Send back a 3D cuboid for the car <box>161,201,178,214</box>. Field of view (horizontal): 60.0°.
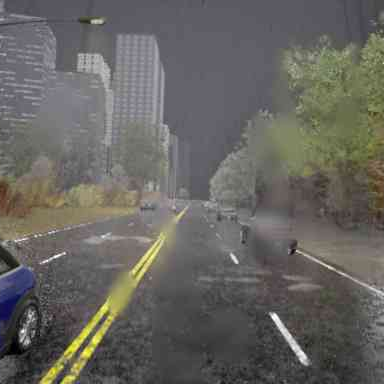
[{"bbox_3d":[-3.167,2.115,46.873,2.097,1.767,4.553,2,-1,1],"label":"car"}]

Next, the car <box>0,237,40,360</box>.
[{"bbox_3d":[-3.322,1.319,3.111,2.097,1.767,4.553,2,-1,0],"label":"car"}]

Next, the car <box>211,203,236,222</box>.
[{"bbox_3d":[3.434,2.202,33.365,2.128,1.511,4.902,3,-1,0],"label":"car"}]

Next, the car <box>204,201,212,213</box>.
[{"bbox_3d":[3.446,2.572,52.470,2.128,1.511,4.902,1,-1,1],"label":"car"}]

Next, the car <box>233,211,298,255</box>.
[{"bbox_3d":[3.397,1.891,15.368,2.128,1.511,4.902,3,0,0],"label":"car"}]

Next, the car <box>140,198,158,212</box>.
[{"bbox_3d":[-6.370,1.928,50.001,2.150,2.045,5.566,2,-1,1],"label":"car"}]

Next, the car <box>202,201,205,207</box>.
[{"bbox_3d":[3.570,2.778,63.472,2.128,1.511,4.902,1,-1,1],"label":"car"}]
